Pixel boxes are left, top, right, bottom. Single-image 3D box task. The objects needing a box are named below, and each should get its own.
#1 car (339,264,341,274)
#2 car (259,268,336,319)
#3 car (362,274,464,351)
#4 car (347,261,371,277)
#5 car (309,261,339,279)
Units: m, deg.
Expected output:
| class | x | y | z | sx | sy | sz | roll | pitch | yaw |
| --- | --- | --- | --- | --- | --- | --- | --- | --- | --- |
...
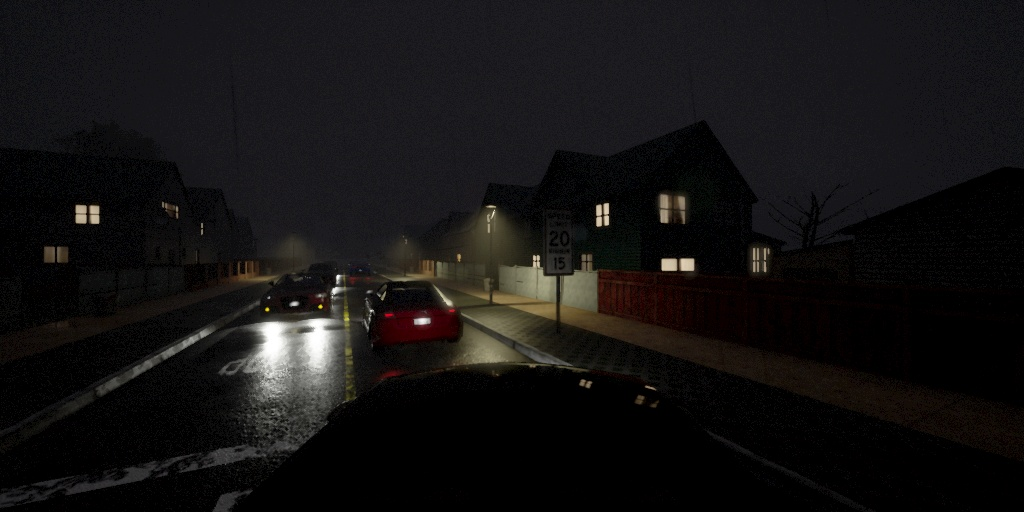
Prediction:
| class | x | y | z | sx | sy | sz | roll | pitch | yaw |
| --- | --- | --- | --- | --- | --- | --- | --- | --- | --- |
| car | -19.921 | 1.268 | 39.278 | 1.837 | 1.490 | 4.892 | 0 | 0 | -25 |
| car | -7.644 | 1.318 | 13.015 | 1.994 | 1.385 | 4.181 | 0 | 0 | -25 |
| car | -2.698 | 1.315 | 9.198 | 1.994 | 1.385 | 4.181 | 0 | 0 | -25 |
| car | -15.575 | 1.232 | 36.640 | 1.882 | 1.535 | 5.008 | 0 | 0 | -25 |
| car | -13.227 | 1.258 | 24.871 | 1.837 | 1.490 | 4.892 | 0 | 1 | -25 |
